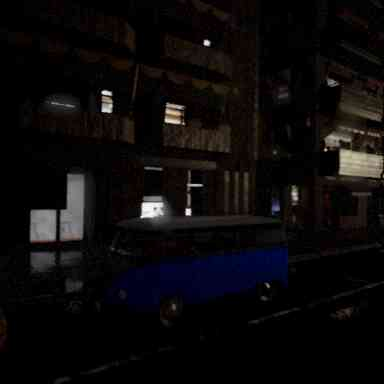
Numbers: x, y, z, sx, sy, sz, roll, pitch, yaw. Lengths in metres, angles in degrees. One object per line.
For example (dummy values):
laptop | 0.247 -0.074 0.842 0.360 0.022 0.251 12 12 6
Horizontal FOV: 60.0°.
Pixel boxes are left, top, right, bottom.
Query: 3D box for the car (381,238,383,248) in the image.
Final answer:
car | 9.302 1.698 13.183 4.829 1.417 1.752 1 0 -35

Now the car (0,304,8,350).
car | -4.596 1.504 3.278 4.829 1.417 1.752 1 0 -35

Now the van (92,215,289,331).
van | 0.176 1.385 6.677 3.998 1.788 1.690 1 0 -35
